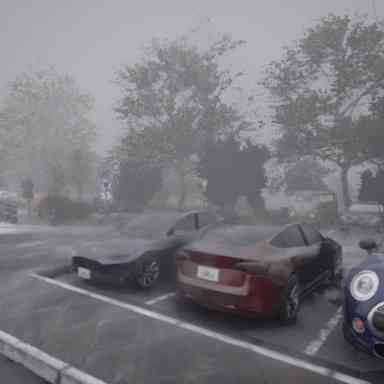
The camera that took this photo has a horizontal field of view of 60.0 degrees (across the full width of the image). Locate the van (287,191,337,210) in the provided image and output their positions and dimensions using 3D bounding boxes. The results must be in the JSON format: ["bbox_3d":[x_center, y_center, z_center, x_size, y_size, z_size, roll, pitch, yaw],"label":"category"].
[{"bbox_3d":[6.900,0.907,18.929,1.878,1.987,4.442,2,2,36],"label":"van"}]

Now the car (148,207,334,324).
[{"bbox_3d":[1.609,1.247,6.796,2.163,1.488,4.792,2,1,36],"label":"car"}]

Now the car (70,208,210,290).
[{"bbox_3d":[-0.676,1.167,8.386,2.163,1.488,4.792,2,1,36],"label":"car"}]

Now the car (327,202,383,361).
[{"bbox_3d":[3.866,1.172,5.157,2.185,1.767,4.553,2,1,36],"label":"car"}]

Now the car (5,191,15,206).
[{"bbox_3d":[-17.333,0.711,36.395,2.185,1.767,4.553,3,2,36],"label":"car"}]

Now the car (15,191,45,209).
[{"bbox_3d":[-15.117,0.937,34.741,2.097,1.535,5.008,3,2,36],"label":"car"}]

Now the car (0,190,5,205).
[{"bbox_3d":[-19.512,0.771,37.903,2.163,1.488,4.792,3,2,36],"label":"car"}]

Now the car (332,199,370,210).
[{"bbox_3d":[9.131,1.248,17.466,2.002,1.452,4.674,2,1,36],"label":"car"}]
